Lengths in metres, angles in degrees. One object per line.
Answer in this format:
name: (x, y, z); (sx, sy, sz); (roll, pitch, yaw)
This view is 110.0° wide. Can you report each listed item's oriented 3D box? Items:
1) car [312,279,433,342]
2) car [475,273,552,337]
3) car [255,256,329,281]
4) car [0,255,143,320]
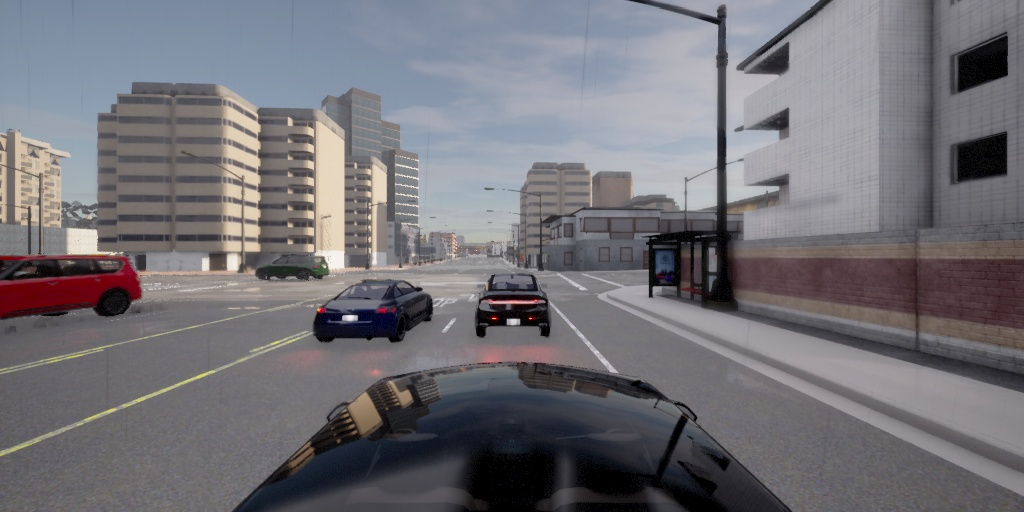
car: (-3.490, 1.314, 9.771); (1.994, 1.385, 4.181); (0, 0, 1)
car: (0.010, 1.242, 10.337); (2.128, 1.511, 4.902); (0, 0, -1)
car: (-18.127, 0.995, 29.711); (5.566, 2.045, 2.150); (0, 0, 4)
car: (-14.115, 0.974, 10.302); (2.150, 2.045, 5.566); (0, 0, 0)
